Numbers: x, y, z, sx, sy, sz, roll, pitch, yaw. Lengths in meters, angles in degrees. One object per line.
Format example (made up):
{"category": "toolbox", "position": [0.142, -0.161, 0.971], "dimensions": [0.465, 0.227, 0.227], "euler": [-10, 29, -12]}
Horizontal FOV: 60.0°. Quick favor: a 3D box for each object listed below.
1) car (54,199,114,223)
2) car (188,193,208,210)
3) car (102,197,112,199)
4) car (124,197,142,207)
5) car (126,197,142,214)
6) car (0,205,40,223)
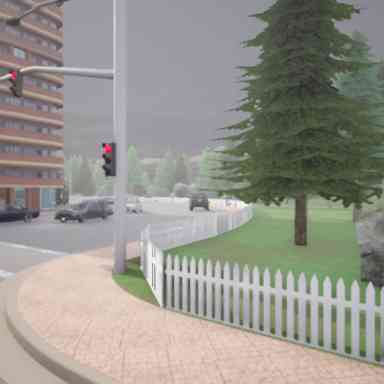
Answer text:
{"category": "car", "position": [-8.080, 1.493, 25.473], "dimensions": [2.033, 1.411, 5.357], "euler": [0, 0, 17]}
{"category": "car", "position": [0.713, 1.167, 41.039], "dimensions": [2.150, 2.045, 5.566], "euler": [0, 0, -4]}
{"category": "car", "position": [-10.071, 1.493, 32.622], "dimensions": [2.033, 1.411, 5.357], "euler": [0, 0, 7]}
{"category": "car", "position": [-9.269, 1.472, 52.007], "dimensions": [1.812, 1.442, 4.674], "euler": [0, 0, -23]}
{"category": "car", "position": [-6.452, 1.472, 34.956], "dimensions": [1.812, 1.442, 4.674], "euler": [0, 0, 3]}
{"category": "car", "position": [-12.964, 1.546, 22.790], "dimensions": [1.895, 1.301, 4.718], "euler": [0, 0, 23]}
